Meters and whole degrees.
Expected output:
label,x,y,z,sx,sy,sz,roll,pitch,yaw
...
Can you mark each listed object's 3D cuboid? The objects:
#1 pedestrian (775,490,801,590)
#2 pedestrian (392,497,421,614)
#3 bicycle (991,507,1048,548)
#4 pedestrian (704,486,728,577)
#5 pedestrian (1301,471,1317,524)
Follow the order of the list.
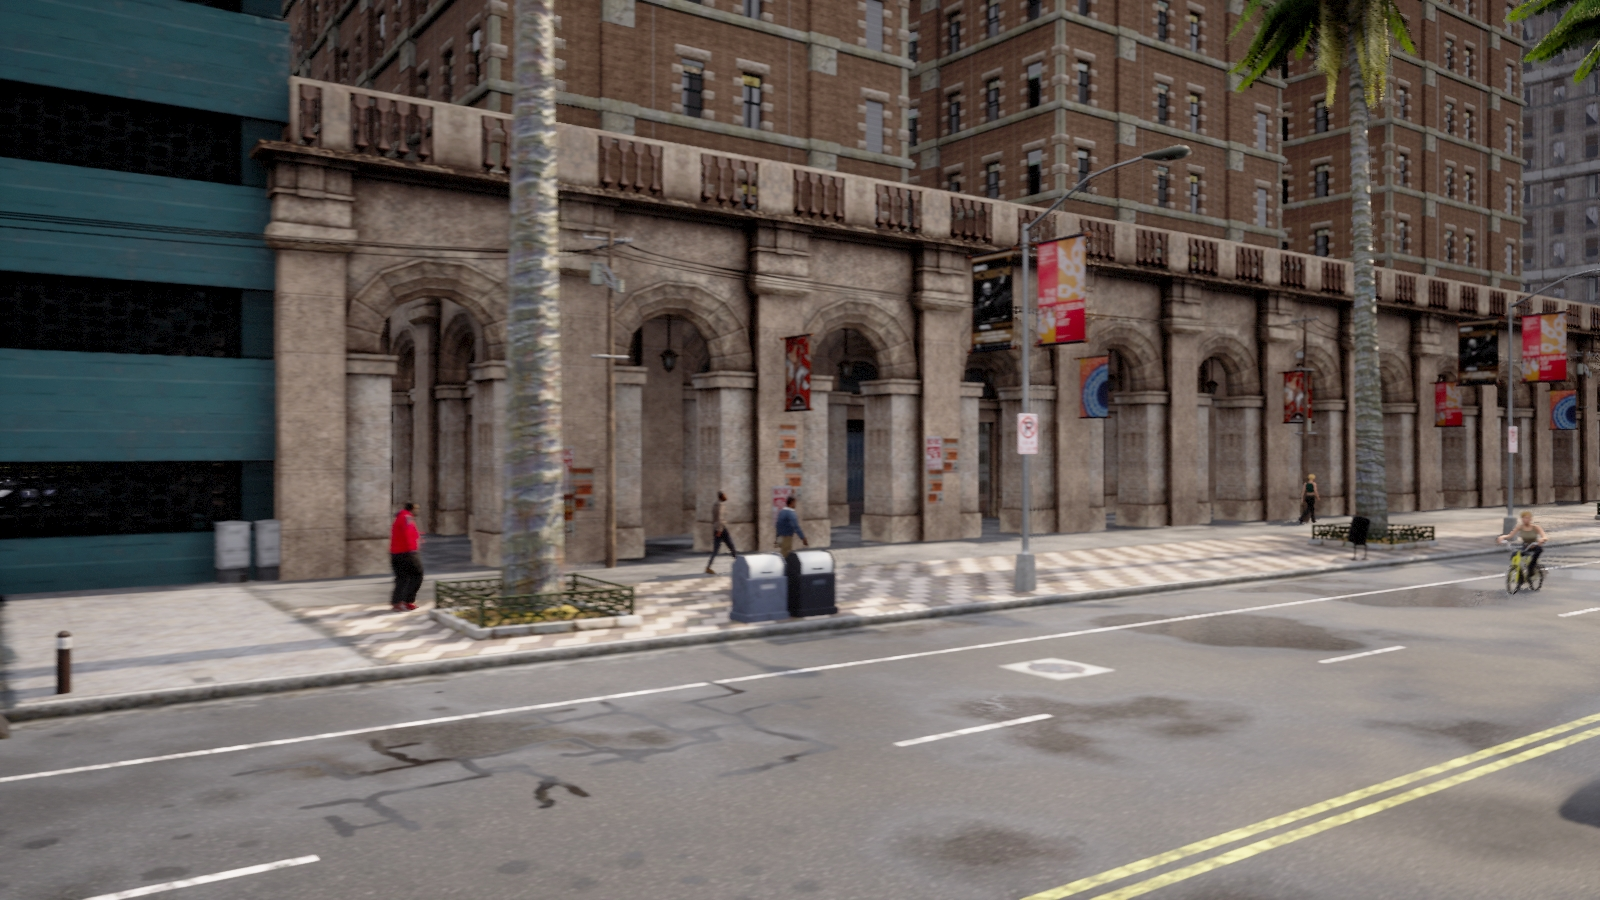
label,x,y,z,sx,sy,sz,roll,pitch,yaw
pedestrian,-0.226,1.697,21.726,0.375,1.860,0.375,0,0,-26
pedestrian,-6.400,1.698,18.589,0.375,1.860,0.375,0,0,-33
bicycle,6.413,2.256,33.358,1.487,1.080,0.859,0,0,-35
pedestrian,-1.762,1.696,23.964,0.375,1.860,0.375,0,0,-36
pedestrian,18.067,1.698,40.559,0.375,1.860,0.375,0,0,-29
